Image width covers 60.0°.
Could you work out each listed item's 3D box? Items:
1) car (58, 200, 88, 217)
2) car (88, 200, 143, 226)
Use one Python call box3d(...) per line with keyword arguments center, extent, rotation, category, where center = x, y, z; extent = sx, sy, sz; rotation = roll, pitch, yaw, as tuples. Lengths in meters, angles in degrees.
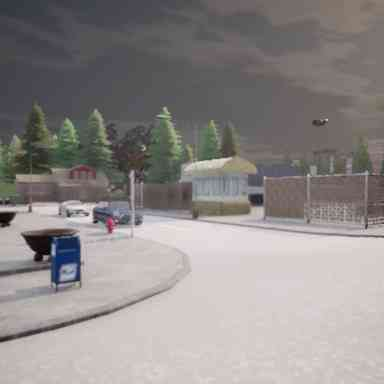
box3d(center=(-10.998, 1.501, 30.824), extent=(1.812, 1.442, 4.674), rotation=(0, 0, -35), category="car")
box3d(center=(-5.075, 1.327, 22.471), extent=(2.097, 1.767, 4.553), rotation=(0, 0, -35), category="car")
